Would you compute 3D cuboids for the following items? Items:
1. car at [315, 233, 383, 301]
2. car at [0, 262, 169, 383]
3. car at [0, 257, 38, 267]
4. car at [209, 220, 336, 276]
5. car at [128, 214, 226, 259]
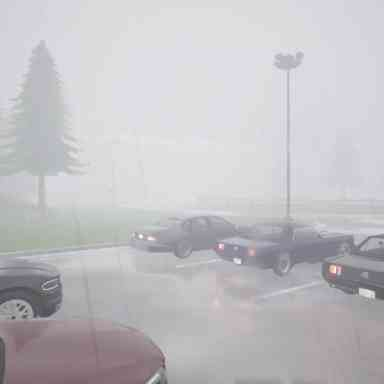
[{"bbox_3d":[5.080,1.601,7.485,4.718,1.301,1.895,0,0,-35],"label":"car"},{"bbox_3d":[-2.326,1.526,2.087,4.674,1.442,1.812,0,0,-36],"label":"car"},{"bbox_3d":[-4.532,1.478,4.814,5.008,1.535,1.882,0,0,-36],"label":"car"},{"bbox_3d":[3.060,1.601,10.344,4.718,1.301,1.895,0,0,-35],"label":"car"},{"bbox_3d":[0.315,1.547,12.695,5.357,1.411,2.033,0,0,-35],"label":"car"}]
